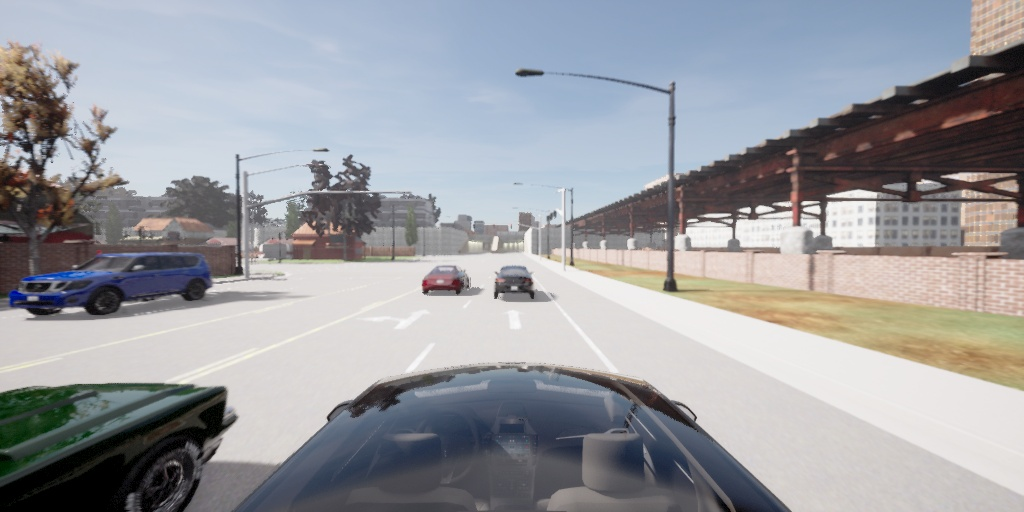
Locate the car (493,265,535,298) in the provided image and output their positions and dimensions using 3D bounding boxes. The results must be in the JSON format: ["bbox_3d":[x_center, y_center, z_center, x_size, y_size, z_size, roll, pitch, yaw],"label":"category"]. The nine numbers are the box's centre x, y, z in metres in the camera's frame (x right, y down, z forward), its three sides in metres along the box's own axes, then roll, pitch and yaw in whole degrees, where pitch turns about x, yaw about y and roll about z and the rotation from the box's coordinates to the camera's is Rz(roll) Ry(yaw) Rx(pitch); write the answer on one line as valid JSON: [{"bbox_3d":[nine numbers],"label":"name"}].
[{"bbox_3d":[0.098,1.136,17.195,1.812,1.442,4.674,0,1,0],"label":"car"}]

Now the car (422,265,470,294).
[{"bbox_3d":[-3.404,1.150,19.041,1.994,1.385,4.181,0,1,0],"label":"car"}]

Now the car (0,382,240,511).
[{"bbox_3d":[-3.400,1.353,1.077,1.895,1.301,4.718,0,0,0],"label":"car"}]

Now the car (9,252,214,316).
[{"bbox_3d":[-14.096,0.879,13.312,2.150,2.045,5.566,0,1,0],"label":"car"}]
